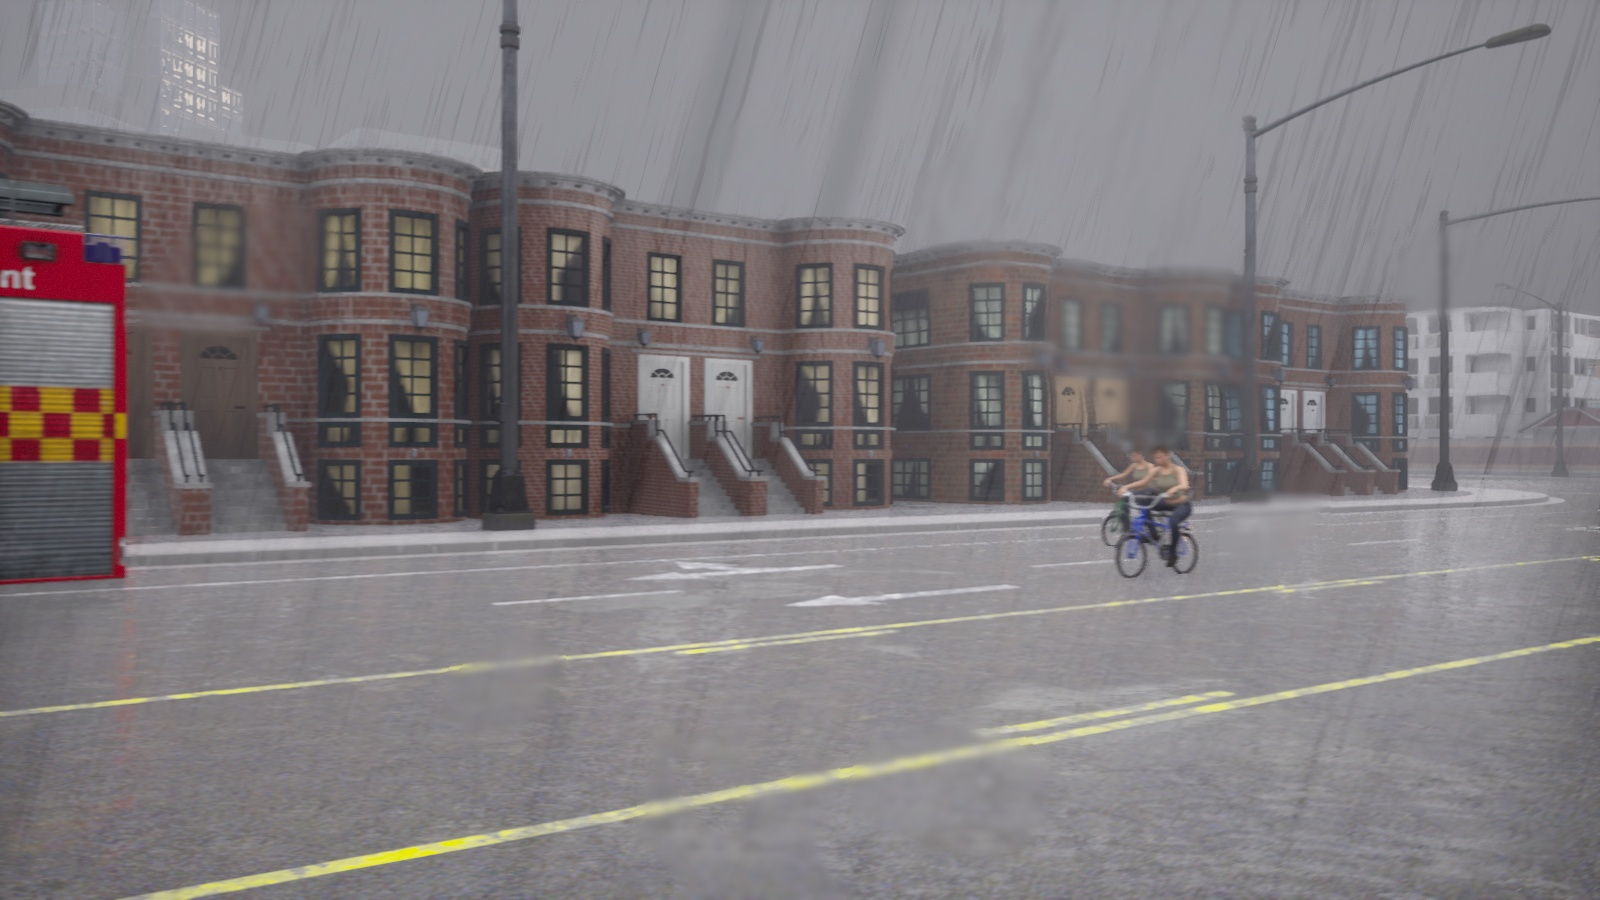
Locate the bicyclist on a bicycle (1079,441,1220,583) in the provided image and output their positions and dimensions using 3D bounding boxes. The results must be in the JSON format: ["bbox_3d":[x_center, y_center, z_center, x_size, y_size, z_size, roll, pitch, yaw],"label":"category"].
[{"bbox_3d":[4.209,0.709,15.116,1.509,1.612,0.866,0,0,-35],"label":"bicyclist on a bicycle"}]

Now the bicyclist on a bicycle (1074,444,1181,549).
[{"bbox_3d":[5.245,0.720,20.094,1.509,1.612,0.866,0,0,-35],"label":"bicyclist on a bicycle"}]

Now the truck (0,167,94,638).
[{"bbox_3d":[-10.227,-0.376,9.239,8.468,3.827,2.891,0,-1,-37],"label":"truck"}]
